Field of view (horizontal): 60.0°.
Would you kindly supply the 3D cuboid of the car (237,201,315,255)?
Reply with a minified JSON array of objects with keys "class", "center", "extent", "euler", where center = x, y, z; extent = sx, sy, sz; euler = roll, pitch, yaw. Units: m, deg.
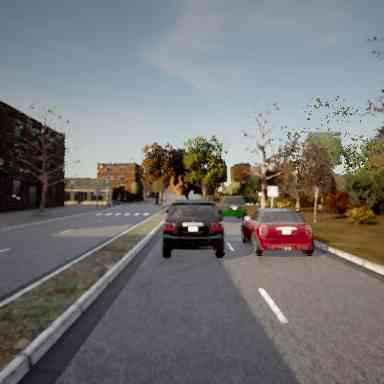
[{"class":"car","center":[3.315,1.425,13.711],"extent":[2.097,1.767,4.553],"euler":[0,0,0]}]

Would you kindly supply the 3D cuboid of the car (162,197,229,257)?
[{"class":"car","center":[0.064,1.296,13.435],"extent":[2.150,2.045,5.566],"euler":[0,0,1]}]

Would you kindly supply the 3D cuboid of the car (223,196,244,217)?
[{"class":"car","center":[3.313,1.375,28.383],"extent":[2.150,2.045,5.566],"euler":[0,0,0]}]

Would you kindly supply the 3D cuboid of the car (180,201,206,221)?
[{"class":"car","center":[0.074,1.650,29.578],"extent":[2.128,1.511,4.902],"euler":[0,0,0]}]
